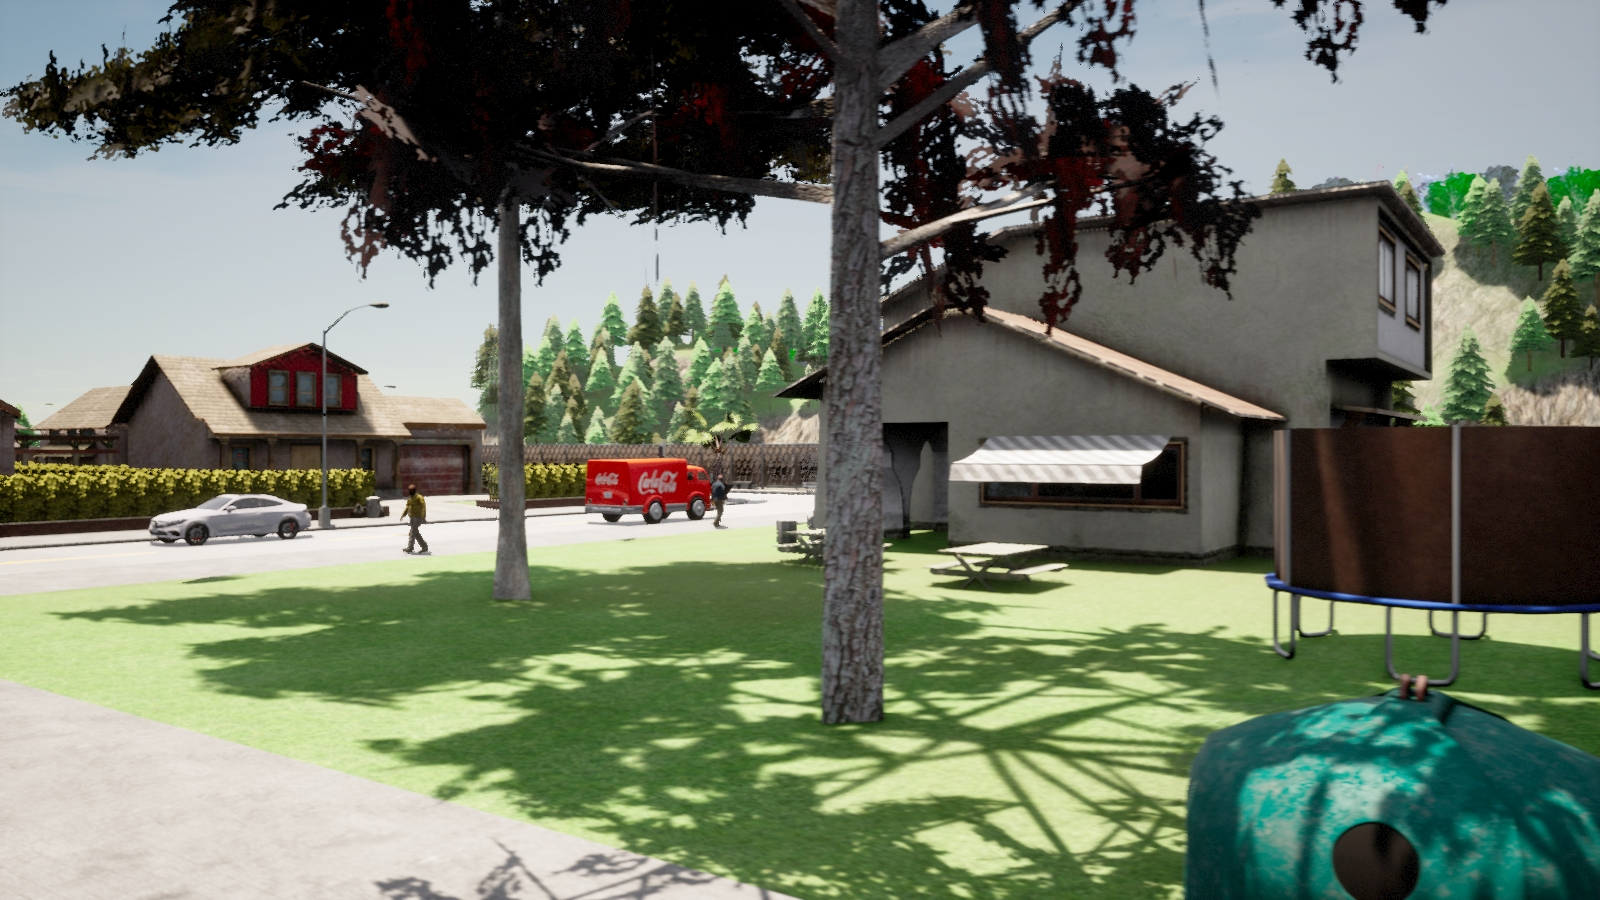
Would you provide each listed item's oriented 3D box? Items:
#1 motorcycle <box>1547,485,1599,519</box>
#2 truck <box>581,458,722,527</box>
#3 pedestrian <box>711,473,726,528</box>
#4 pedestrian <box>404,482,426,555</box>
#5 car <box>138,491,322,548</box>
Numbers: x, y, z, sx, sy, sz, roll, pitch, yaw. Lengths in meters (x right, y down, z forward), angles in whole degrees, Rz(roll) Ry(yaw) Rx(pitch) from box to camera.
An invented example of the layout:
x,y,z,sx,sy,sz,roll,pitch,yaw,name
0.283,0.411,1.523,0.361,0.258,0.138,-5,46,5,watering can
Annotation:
x,y,z,sx,sy,sz,roll,pitch,yaw,name
32.032,2.142,47.306,1.805,1.316,0.856,0,0,35,motorcycle
-5.708,1.569,44.621,2.627,2.467,5.204,0,0,35,truck
-2.802,1.745,39.371,0.375,1.860,0.375,0,0,43,pedestrian
-9.850,1.744,29.240,0.375,1.860,0.375,0,0,35,pedestrian
-17.422,2.082,35.138,2.002,1.442,4.674,0,0,35,car
